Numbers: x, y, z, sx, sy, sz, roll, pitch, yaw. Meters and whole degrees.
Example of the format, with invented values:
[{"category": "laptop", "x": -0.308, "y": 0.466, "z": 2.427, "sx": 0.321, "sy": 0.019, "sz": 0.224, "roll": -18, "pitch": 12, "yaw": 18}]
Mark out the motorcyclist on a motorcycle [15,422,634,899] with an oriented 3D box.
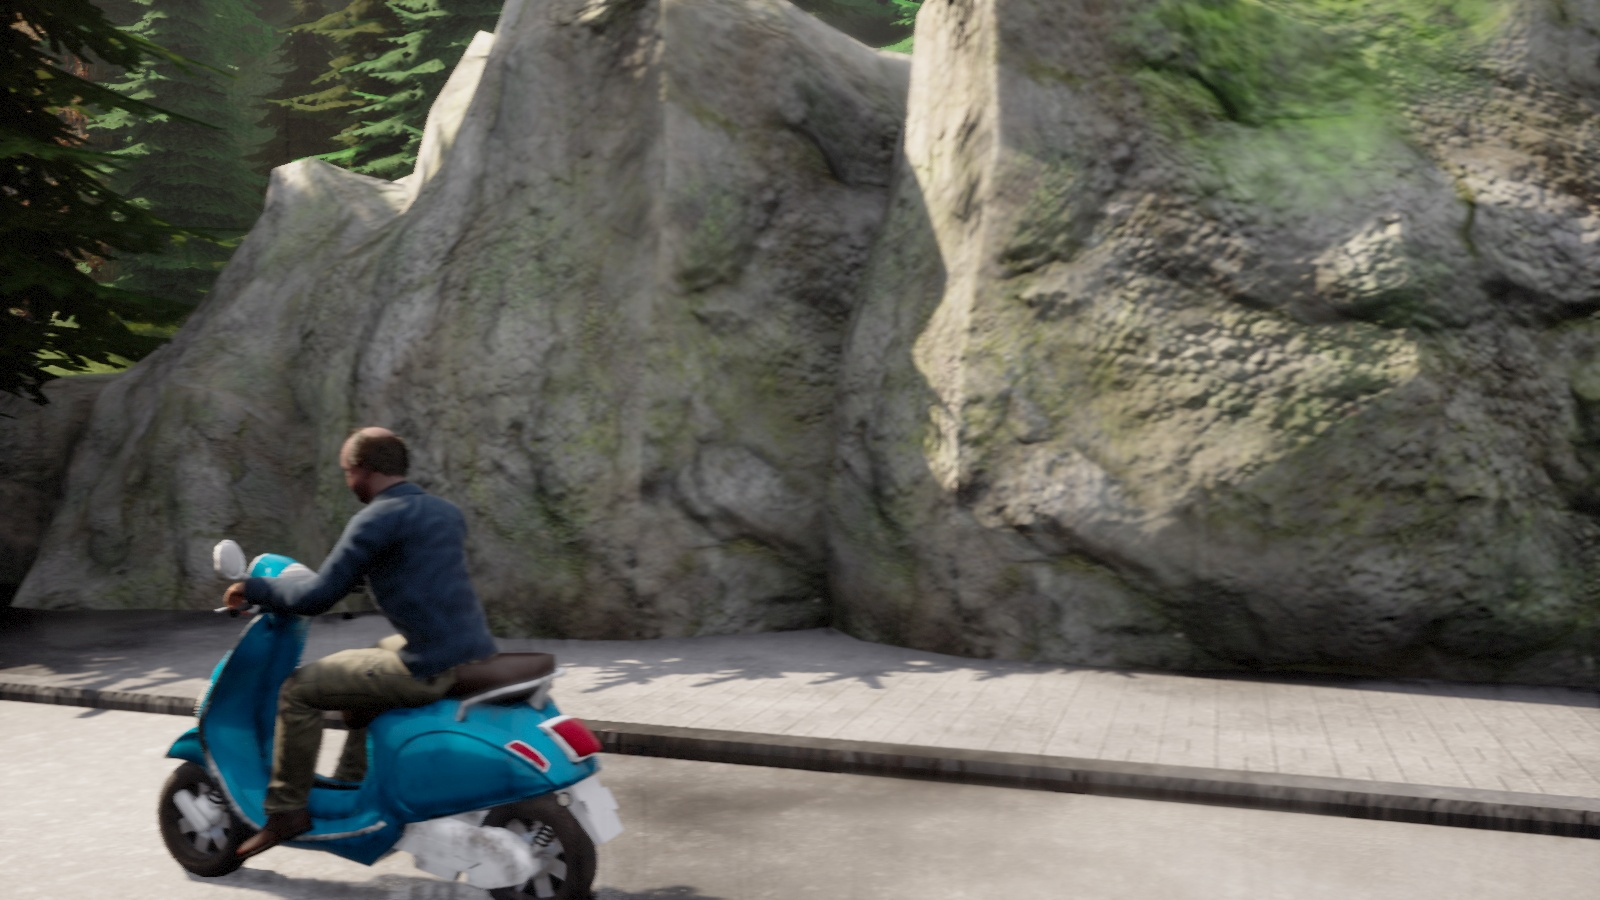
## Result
[{"category": "motorcyclist on a motorcycle", "x": -1.579, "y": 0.706, "z": 4.251, "sx": 1.817, "sy": 1.590, "sz": 0.866, "roll": 0, "pitch": 1, "yaw": 19}]
